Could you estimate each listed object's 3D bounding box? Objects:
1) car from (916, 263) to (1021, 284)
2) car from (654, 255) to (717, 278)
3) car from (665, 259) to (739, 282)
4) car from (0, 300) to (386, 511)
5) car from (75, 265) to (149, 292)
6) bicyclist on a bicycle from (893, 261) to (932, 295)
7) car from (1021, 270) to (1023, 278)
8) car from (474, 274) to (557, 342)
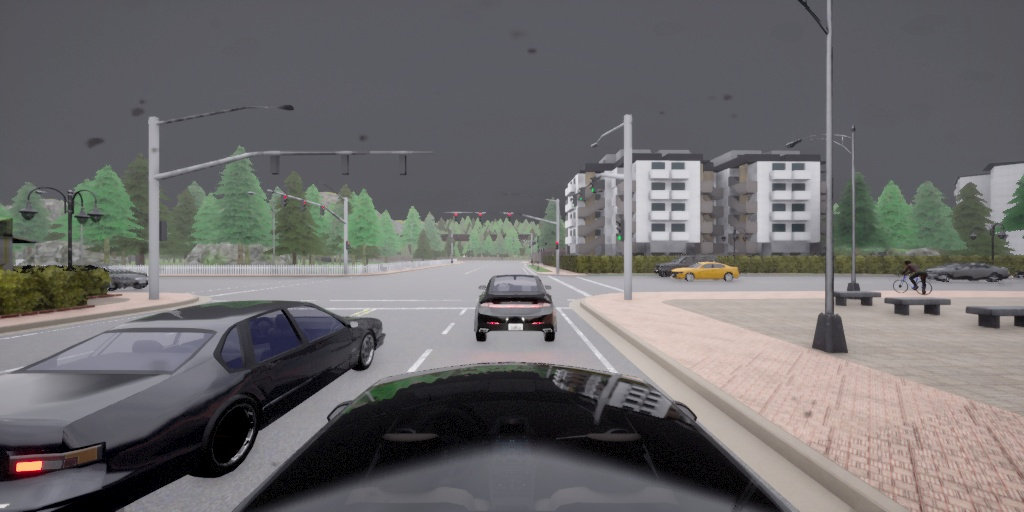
[{"bbox_3d":[33.796,1.241,27.086,4.902,1.511,2.128,0,0,16],"label":"car"},{"bbox_3d":[15.681,0.971,32.104,5.566,2.045,2.150,0,0,-2],"label":"car"},{"bbox_3d":[15.295,1.228,28.569,5.008,1.535,1.882,0,0,-2],"label":"car"},{"bbox_3d":[-3.444,1.297,4.672,2.033,1.411,5.357,0,0,1],"label":"car"},{"bbox_3d":[-23.645,1.241,20.512,4.902,1.511,2.128,0,0,-1],"label":"car"},{"bbox_3d":[19.391,1.051,17.395,0.582,1.620,1.656,0,0,-3],"label":"bicyclist on a bicycle"},{"bbox_3d":[42.986,1.297,27.402,5.357,1.411,2.033,0,0,26],"label":"car"},{"bbox_3d":[0.084,1.241,9.771,2.128,1.511,4.902,0,0,0],"label":"car"}]
